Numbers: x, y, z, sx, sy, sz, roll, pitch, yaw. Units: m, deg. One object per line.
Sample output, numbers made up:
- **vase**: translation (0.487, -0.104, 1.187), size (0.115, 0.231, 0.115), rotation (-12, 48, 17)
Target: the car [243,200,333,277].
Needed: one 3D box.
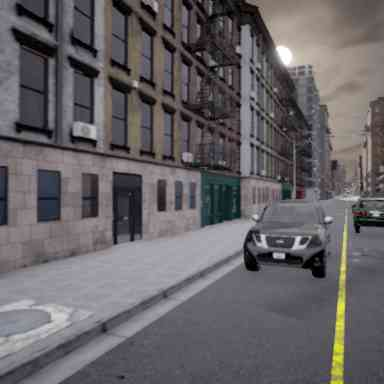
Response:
- **car**: translation (3.407, 1.310, 11.097), size (2.150, 2.045, 5.566), rotation (0, 0, 25)

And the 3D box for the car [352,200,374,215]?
- **car**: translation (19.569, 1.765, 38.290), size (2.128, 1.511, 4.902), rotation (0, -1, 25)

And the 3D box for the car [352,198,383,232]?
- **car**: translation (11.354, 1.384, 20.824), size (2.150, 2.045, 5.566), rotation (0, 0, 26)
